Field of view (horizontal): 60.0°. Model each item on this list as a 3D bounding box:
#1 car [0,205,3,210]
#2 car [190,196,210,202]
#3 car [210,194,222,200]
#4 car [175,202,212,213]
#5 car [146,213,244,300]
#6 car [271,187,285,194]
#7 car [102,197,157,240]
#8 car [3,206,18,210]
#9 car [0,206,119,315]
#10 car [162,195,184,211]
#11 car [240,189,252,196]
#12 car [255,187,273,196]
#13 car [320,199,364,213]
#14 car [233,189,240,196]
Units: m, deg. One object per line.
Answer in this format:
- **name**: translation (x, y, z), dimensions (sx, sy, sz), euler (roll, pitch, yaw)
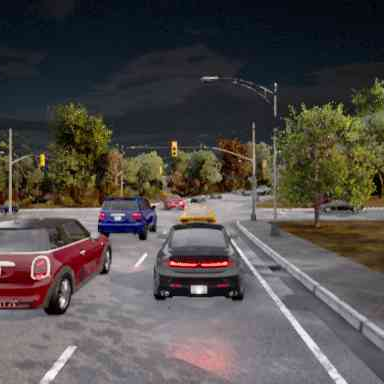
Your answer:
- **car**: translation (-21.533, 1.724, 32.121), dimensions (4.902, 1.511, 2.128), euler (-1, 0, 4)
- **car**: translation (1.237, 1.492, 64.753), dimensions (2.033, 1.411, 5.357), euler (0, 2, 21)
- **car**: translation (5.263, 1.072, 74.422), dimensions (1.994, 1.385, 4.181), euler (0, 2, 23)
- **car**: translation (0.341, 1.527, 17.804), dimensions (1.882, 1.535, 5.008), euler (0, 0, 2)
- **car**: translation (0.150, 1.521, 8.425), dimensions (1.837, 1.490, 4.892), euler (0, 0, 1)
- **car**: translation (23.677, -0.494, 91.397), dimensions (1.882, 1.535, 5.008), euler (0, 3, 38)
- **car**: translation (-3.189, 1.269, 17.321), dimensions (2.150, 2.045, 5.566), euler (0, 0, 2)
- **car**: translation (-21.189, 1.843, 35.611), dimensions (4.718, 1.301, 1.895), euler (-1, 0, 3)
- **car**: translation (-3.356, 1.366, 7.758), dimensions (2.097, 1.767, 4.553), euler (0, 0, 1)
- **car**: translation (-2.483, 1.367, 43.224), dimensions (2.150, 2.045, 5.566), euler (-1, 0, -14)
- **car**: translation (14.590, 0.307, 84.289), dimensions (1.994, 1.385, 4.181), euler (0, 3, 33)
- **car**: translation (17.911, 0.190, 83.011), dimensions (1.882, 1.535, 5.008), euler (0, 3, 33)
- **car**: translation (16.368, 1.551, 36.977), dimensions (4.902, 1.511, 2.128), euler (-1, 0, 4)
- **car**: translation (12.419, 0.010, 87.440), dimensions (2.097, 1.767, 4.553), euler (0, 3, 31)
